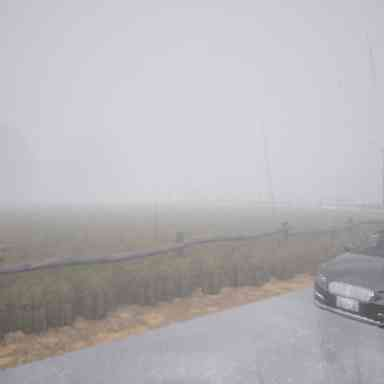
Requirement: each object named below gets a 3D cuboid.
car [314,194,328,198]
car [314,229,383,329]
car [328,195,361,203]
[{"bbox_3d":[34.106,1.185,86.167,1.932,1.855,4.605,0,0,-36],"label":"car"},{"bbox_3d":[4.452,1.512,6.693,4.902,1.511,2.128,0,0,-36],"label":"car"},{"bbox_3d":[30.685,1.384,67.182,2.242,1.667,4.611,0,0,-36],"label":"car"}]
